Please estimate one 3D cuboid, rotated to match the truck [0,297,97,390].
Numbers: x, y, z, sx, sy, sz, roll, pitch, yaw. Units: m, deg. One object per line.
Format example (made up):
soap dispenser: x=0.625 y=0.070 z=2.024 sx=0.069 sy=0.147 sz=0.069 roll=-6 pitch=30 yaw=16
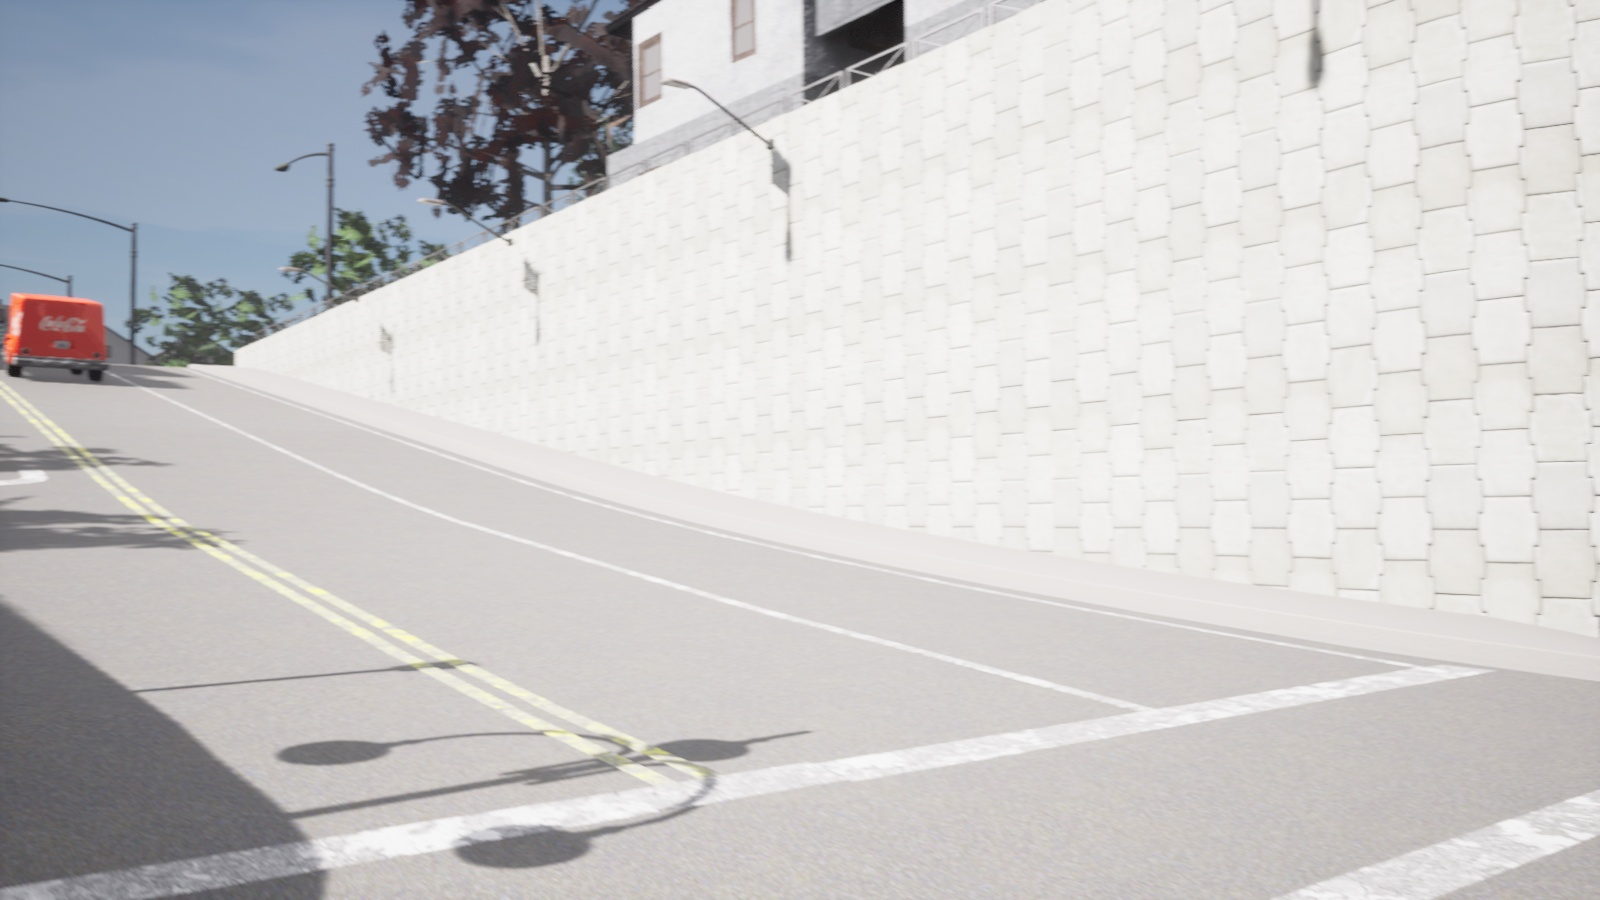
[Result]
truck: x=-23.782 y=-3.374 z=38.935 sx=2.627 sy=2.467 sz=5.204 roll=1 pitch=6 yaw=-38
